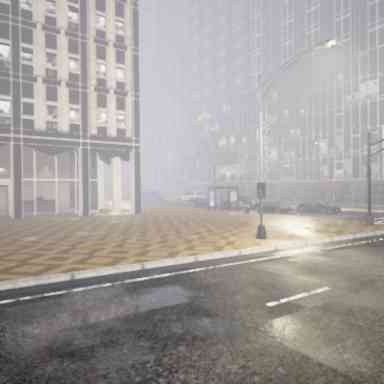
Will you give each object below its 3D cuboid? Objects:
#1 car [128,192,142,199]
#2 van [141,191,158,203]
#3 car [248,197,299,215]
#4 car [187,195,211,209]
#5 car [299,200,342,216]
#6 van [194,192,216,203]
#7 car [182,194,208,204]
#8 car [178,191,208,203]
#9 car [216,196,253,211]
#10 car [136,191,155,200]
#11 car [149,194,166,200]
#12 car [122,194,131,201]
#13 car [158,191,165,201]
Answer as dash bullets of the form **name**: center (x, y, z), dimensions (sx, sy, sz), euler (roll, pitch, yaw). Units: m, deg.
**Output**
- **car**: center (-13.777, 0.792, 80.256), dimensions (1.967, 1.590, 4.097), euler (0, 1, -34)
- **van**: center (-7.875, 1.017, 56.756), dimensions (1.690, 1.788, 3.998), euler (0, 1, -34)
- **car**: center (8.045, 1.501, 33.219), dimensions (1.947, 1.339, 4.313), euler (0, 1, -34)
- **car**: center (1.696, 1.397, 42.650), dimensions (1.947, 1.339, 4.313), euler (0, 1, -34)
- **car**: center (12.133, 1.493, 32.040), dimensions (1.994, 1.385, 4.181), euler (-1, 1, -34)
- **van**: center (2.251, 0.959, 56.788), dimensions (1.690, 1.788, 3.998), euler (0, 1, -34)
- **car**: center (1.058, 1.353, 48.271), dimensions (1.895, 1.301, 4.718), euler (-1, 1, -34)
- **car**: center (-0.143, 0.871, 55.680), dimensions (2.150, 2.045, 5.566), euler (-1, 1, -34)
- **car**: center (4.853, 1.465, 37.924), dimensions (1.802, 1.307, 4.206), euler (0, 1, -34)
- **car**: center (-10.571, 0.720, 75.561), dimensions (2.192, 1.841, 5.009), euler (0, 1, -34)
- **car**: center (-7.366, 1.041, 70.871), dimensions (1.802, 1.307, 4.206), euler (0, 1, -34)
- **car**: center (-14.287, 1.120, 66.145), dimensions (2.008, 1.369, 4.403), euler (0, 1, -34)
- **car**: center (-8.196, 0.737, 67.452), dimensions (2.150, 2.045, 5.566), euler (-1, 1, -34)
